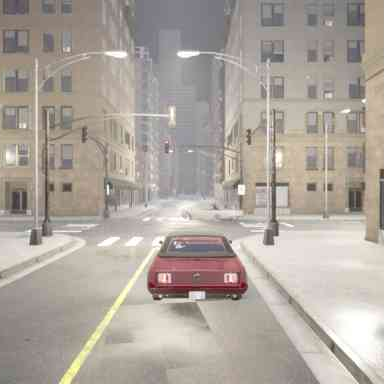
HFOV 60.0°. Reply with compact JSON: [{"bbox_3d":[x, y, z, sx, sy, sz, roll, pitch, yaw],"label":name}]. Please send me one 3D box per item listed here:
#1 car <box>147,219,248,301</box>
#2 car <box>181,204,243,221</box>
[{"bbox_3d":[0.090,1.601,8.304,1.895,1.301,4.718,0,0,0],"label":"car"},{"bbox_3d":[1.427,1.597,25.515,4.718,1.301,1.895,0,0,41],"label":"car"}]
